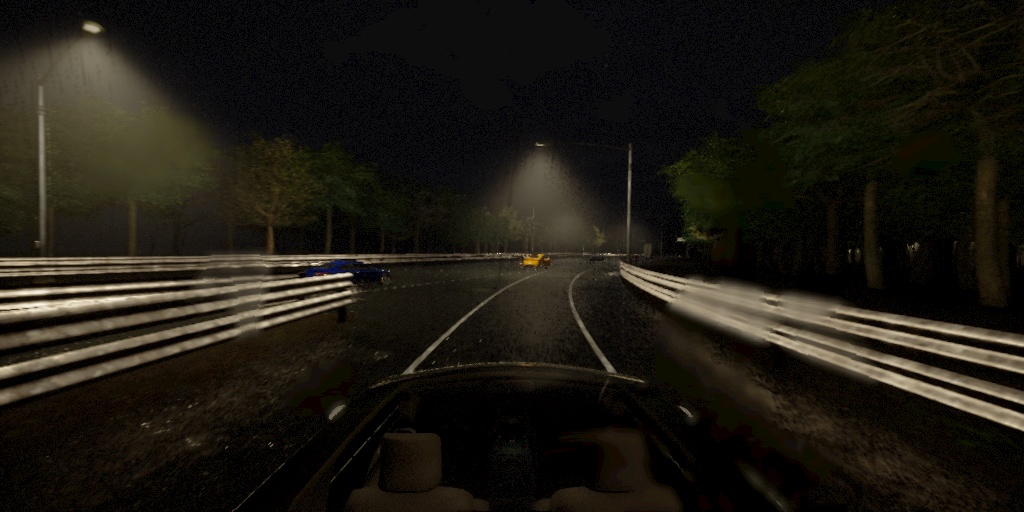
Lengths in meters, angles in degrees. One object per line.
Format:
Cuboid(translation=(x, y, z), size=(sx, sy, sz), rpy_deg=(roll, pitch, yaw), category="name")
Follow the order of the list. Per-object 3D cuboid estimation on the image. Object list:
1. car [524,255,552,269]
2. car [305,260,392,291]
Cuboid(translation=(3.042, 0.581, 41.045), size=(1.882, 1.535, 5.008), rpy_deg=(2, 1, 27), category="car")
Cuboid(translation=(-8.391, 0.936, 18.636), size=(1.812, 1.442, 4.674), rpy_deg=(1, 1, 27), category="car")
